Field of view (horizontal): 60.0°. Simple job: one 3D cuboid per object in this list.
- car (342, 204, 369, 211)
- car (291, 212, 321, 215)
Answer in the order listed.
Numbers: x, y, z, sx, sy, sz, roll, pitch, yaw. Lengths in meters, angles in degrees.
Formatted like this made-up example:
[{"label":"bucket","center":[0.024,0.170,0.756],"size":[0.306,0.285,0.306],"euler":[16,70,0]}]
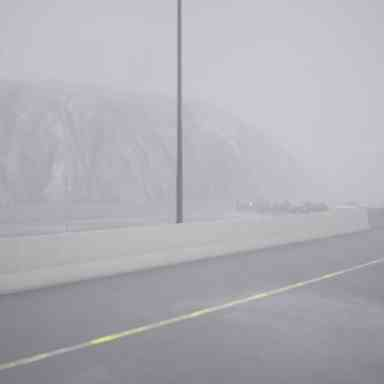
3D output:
[{"label":"car","center":[14.474,1.470,30.128],"size":[4.674,1.442,1.812],"euler":[0,0,-43]},{"label":"car","center":[11.222,1.552,31.867],"size":[4.718,1.301,1.895],"euler":[0,0,-43]}]
